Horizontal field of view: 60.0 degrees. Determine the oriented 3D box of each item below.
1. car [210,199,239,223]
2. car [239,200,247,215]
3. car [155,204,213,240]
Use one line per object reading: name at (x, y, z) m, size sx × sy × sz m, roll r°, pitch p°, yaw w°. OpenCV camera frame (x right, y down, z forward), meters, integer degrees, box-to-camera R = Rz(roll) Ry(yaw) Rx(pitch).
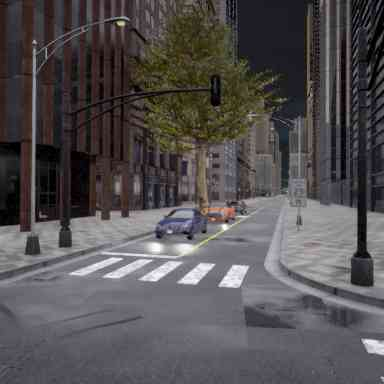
car at (2.229, 1.499, 27.240) m, size 2.097 × 1.767 × 4.553 m, roll 0°, pitch 0°, yaw 16°
car at (5.061, 1.718, 37.197) m, size 1.837 × 1.490 × 4.892 m, roll 0°, pitch 0°, yaw 16°
car at (-0.414, 1.619, 17.922) m, size 1.812 × 1.442 × 4.674 m, roll 0°, pitch 0°, yaw 16°
